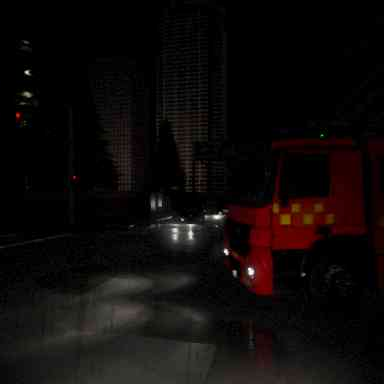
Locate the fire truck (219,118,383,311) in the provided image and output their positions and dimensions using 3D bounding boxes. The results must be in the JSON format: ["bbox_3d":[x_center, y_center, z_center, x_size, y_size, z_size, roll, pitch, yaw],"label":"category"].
[{"bbox_3d":[5.171,0.372,7.995,8.468,3.827,2.891,0,0,-7],"label":"fire truck"}]

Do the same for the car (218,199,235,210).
[{"bbox_3d":[5.304,1.815,50.596,1.837,1.490,4.892,0,1,13],"label":"car"}]

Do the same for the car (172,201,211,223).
[{"bbox_3d":[-0.098,1.725,27.607,2.033,1.411,5.357,0,0,13],"label":"car"}]

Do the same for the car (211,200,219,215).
[{"bbox_3d":[2.416,1.718,38.319,1.882,1.535,5.008,0,0,13],"label":"car"}]
